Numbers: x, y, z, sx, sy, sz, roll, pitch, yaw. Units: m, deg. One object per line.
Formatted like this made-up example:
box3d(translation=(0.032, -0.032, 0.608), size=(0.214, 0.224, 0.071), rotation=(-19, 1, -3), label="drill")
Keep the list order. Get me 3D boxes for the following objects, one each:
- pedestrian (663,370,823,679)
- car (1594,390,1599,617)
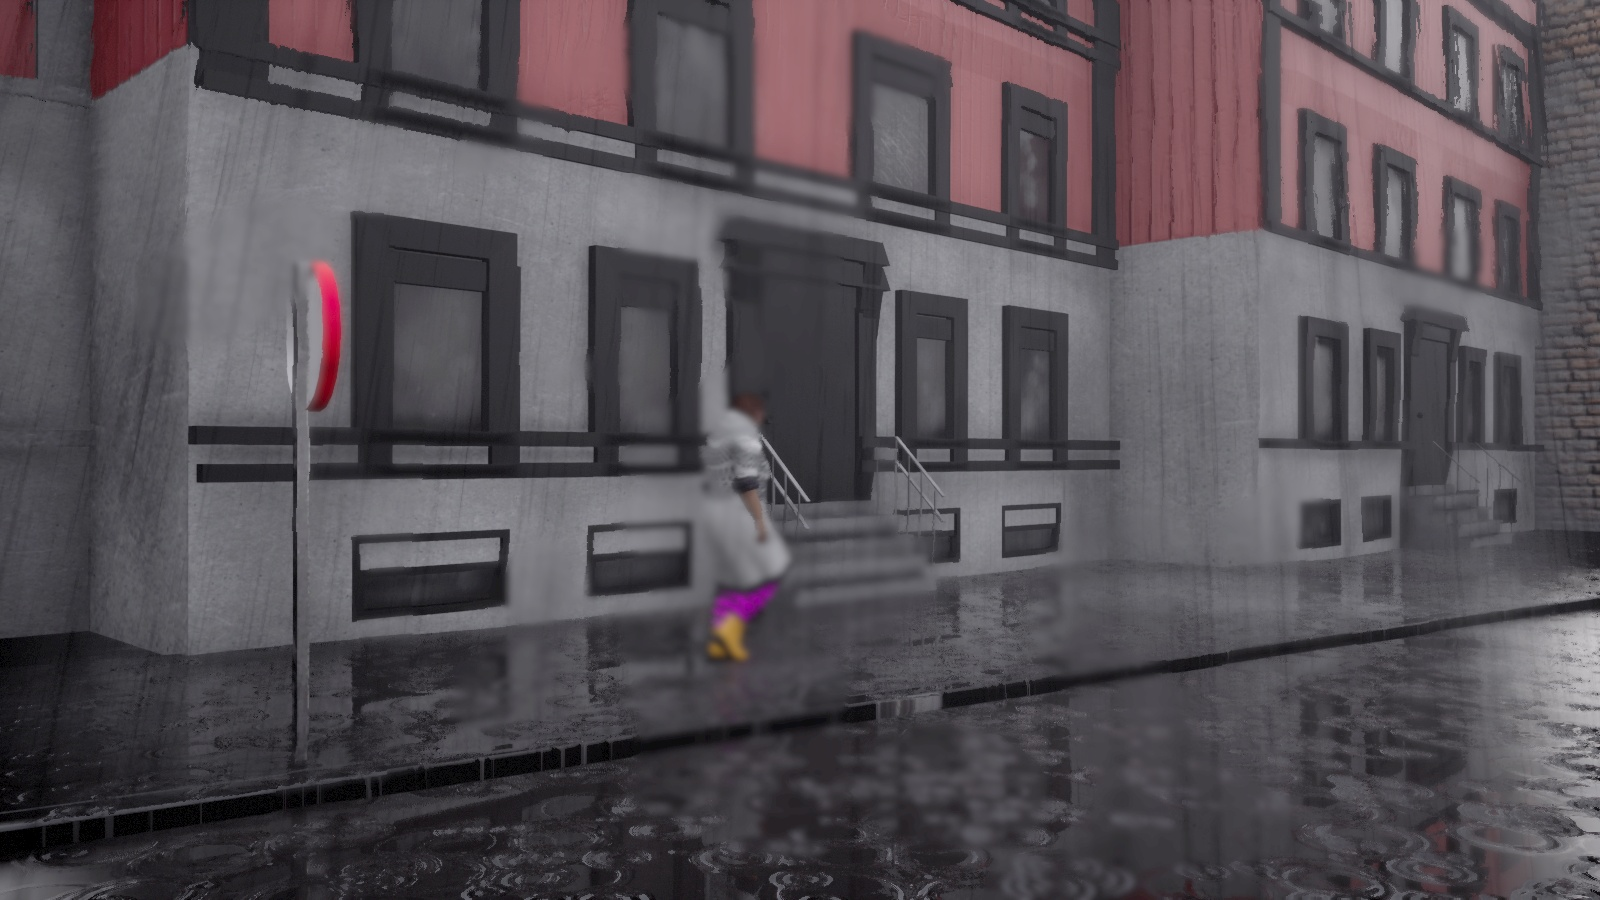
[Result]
box3d(translation=(-0.389, 0.469, 8.414), size=(0.873, 1.952, 0.659), rotation=(0, 0, -26), label="pedestrian")
box3d(translation=(10.153, 0.469, 11.154), size=(5.566, 2.045, 2.150), rotation=(0, 0, -18), label="car")
